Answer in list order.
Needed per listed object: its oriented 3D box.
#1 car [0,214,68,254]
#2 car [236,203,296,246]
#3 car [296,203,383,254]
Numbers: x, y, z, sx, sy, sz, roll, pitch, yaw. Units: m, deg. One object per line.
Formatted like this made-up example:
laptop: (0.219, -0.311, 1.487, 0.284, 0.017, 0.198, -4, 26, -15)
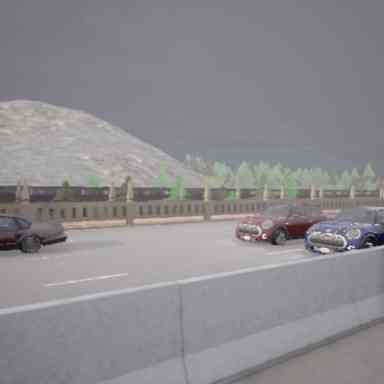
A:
car: (-7.247, 1.487, 11.640, 5.357, 1.411, 2.033, 0, 0, -35)
car: (4.171, 1.315, 15.021, 4.553, 1.767, 2.097, 0, 0, -33)
car: (6.264, 1.330, 12.207, 4.553, 1.767, 2.097, 0, 0, -33)
